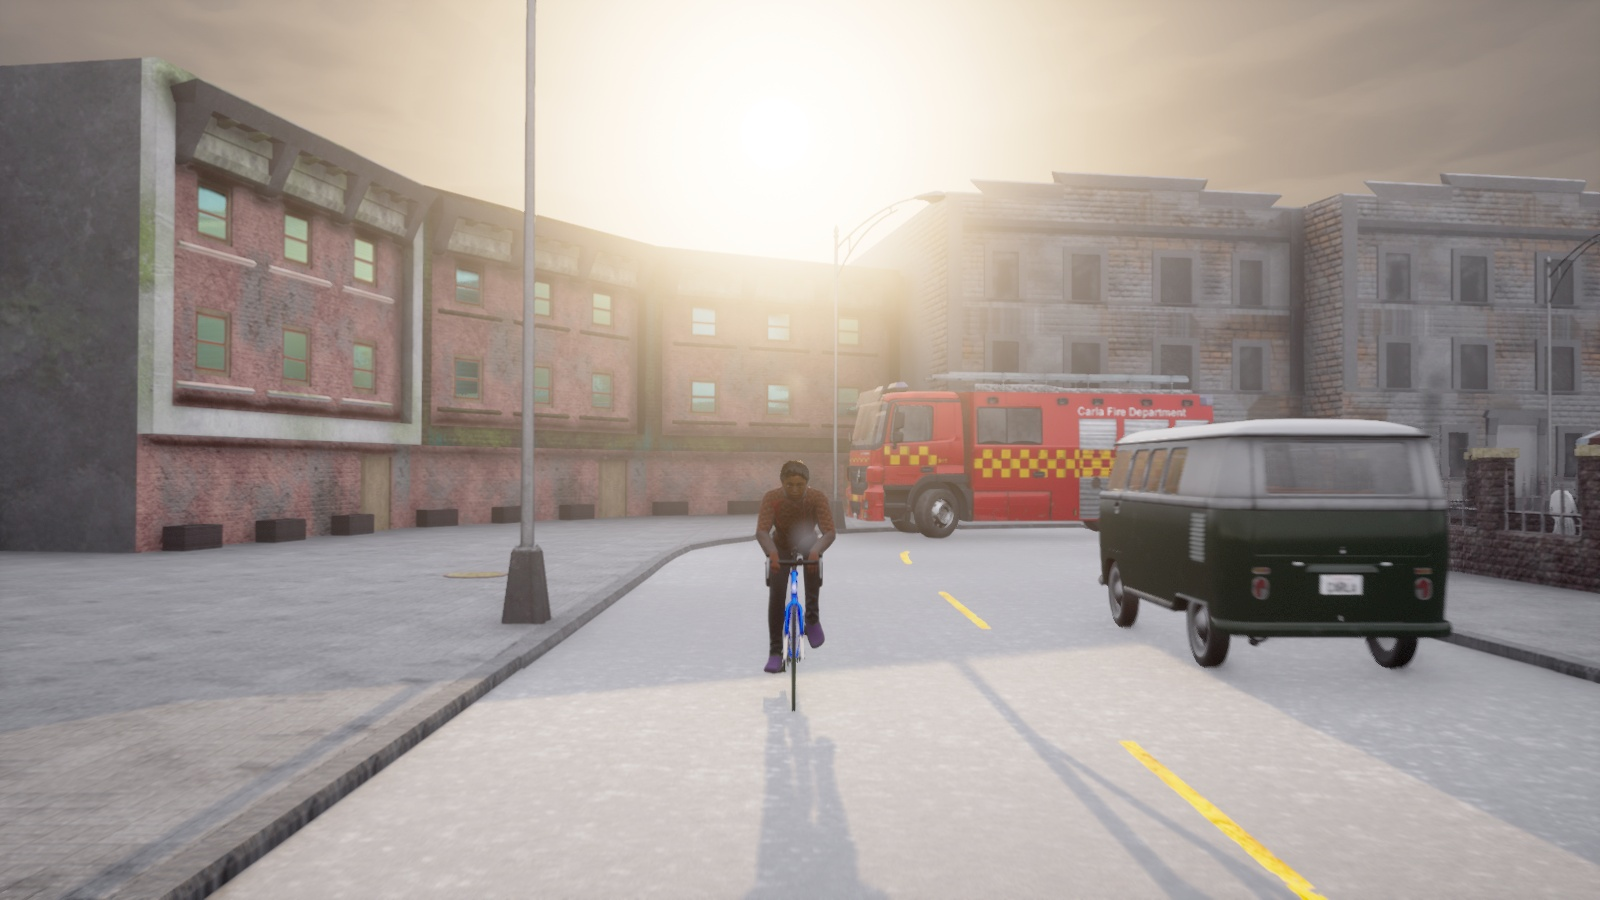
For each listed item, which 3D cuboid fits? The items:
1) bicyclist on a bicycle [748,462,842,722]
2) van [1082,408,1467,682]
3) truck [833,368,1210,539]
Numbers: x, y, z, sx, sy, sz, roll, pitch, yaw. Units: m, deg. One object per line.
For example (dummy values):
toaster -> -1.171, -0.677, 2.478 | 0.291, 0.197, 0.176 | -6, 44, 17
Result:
bicyclist on a bicycle -> -0.031, 0.897, 8.692 | 0.582, 1.620, 1.656 | 0, 0, 0
van -> 3.955, 0.721, 11.368 | 1.775, 1.987, 4.442 | 0, -1, 0
truck -> 5.228, 0.082, 30.276 | 8.468, 3.827, 2.891 | 0, -1, -9
